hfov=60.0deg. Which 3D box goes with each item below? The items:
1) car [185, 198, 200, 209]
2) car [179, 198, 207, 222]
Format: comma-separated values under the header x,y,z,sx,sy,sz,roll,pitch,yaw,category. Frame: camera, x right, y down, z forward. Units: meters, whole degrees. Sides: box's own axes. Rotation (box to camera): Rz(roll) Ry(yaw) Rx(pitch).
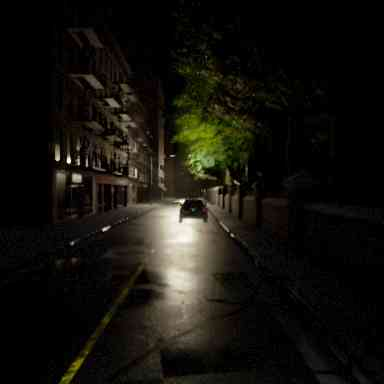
x,y,z,sx,sy,sz,roll,pitch,yaw,category
0.086,1.513,45.851,1.994,1.385,4.181,0,0,0,car
0.092,1.324,26.155,2.097,1.767,4.553,0,0,0,car
